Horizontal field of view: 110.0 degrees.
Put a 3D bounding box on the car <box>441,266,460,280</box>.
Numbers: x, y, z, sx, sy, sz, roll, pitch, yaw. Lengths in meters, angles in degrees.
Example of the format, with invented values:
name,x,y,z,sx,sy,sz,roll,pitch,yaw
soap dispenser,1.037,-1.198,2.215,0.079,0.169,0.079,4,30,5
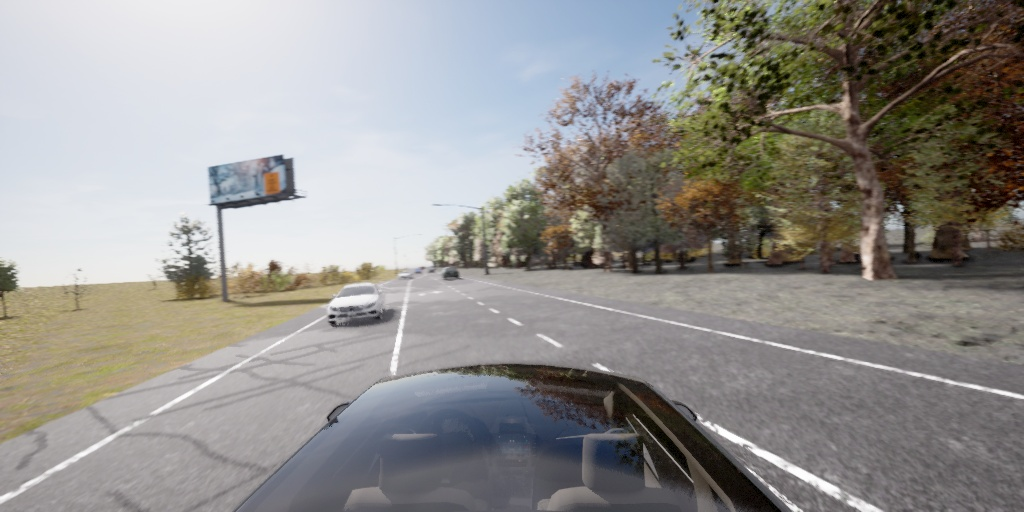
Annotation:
name,x,y,z,sx,sy,sz,roll,pitch,yaw
car,-8.413,2.230,48.578,2.097,1.767,4.553,-4,-1,-16

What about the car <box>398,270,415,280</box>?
name,x,y,z,sx,sy,sz,roll,pitch,yaw
car,-17.998,3.246,60.531,1.812,1.442,4.674,-4,0,-9

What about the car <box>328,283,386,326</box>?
name,x,y,z,sx,sy,sz,roll,pitch,yaw
car,-6.439,1.894,15.237,1.812,1.442,4.674,-4,-1,-16
